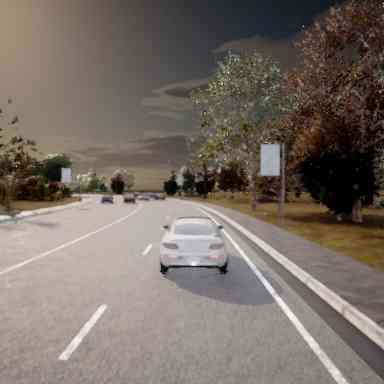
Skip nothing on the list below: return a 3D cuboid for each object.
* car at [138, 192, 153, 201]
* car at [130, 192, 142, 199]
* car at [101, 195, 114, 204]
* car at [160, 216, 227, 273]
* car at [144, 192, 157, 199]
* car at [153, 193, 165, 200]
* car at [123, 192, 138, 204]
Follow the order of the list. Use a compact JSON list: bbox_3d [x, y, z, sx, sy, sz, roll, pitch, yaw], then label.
[{"bbox_3d":[-9.974,1.064,68.117,1.895,1.301,4.718,0,1,-18],"label":"car"},{"bbox_3d":[-13.171,0.753,77.834,1.882,1.535,5.008,0,1,-22],"label":"car"},{"bbox_3d":[-13.654,1.125,53.766,2.033,1.411,5.357,0,0,-11],"label":"car"},{"bbox_3d":[0.045,1.490,10.465,1.812,1.442,4.674,0,0,0],"label":"car"},{"bbox_3d":[-9.923,0.800,79.142,1.812,1.442,4.674,0,1,-22],"label":"car"},{"bbox_3d":[-6.806,0.989,69.724,1.812,1.442,4.674,0,1,-18],"label":"car"},{"bbox_3d":[-10.138,1.069,53.956,1.882,1.535,5.008,0,0,-11],"label":"car"}]
